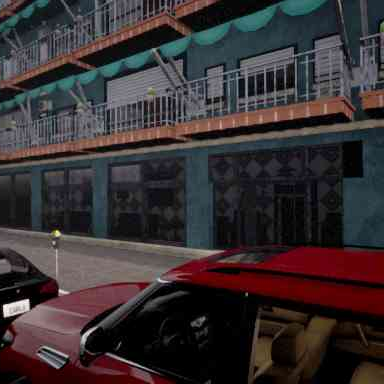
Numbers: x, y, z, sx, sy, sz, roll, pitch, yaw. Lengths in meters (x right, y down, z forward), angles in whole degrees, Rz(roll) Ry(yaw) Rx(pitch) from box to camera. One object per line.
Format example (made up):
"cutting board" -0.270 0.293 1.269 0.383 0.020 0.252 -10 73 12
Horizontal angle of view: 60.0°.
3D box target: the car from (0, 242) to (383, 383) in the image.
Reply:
"car" 0.608 1.315 2.303 5.009 1.841 2.192 0 -1 36
